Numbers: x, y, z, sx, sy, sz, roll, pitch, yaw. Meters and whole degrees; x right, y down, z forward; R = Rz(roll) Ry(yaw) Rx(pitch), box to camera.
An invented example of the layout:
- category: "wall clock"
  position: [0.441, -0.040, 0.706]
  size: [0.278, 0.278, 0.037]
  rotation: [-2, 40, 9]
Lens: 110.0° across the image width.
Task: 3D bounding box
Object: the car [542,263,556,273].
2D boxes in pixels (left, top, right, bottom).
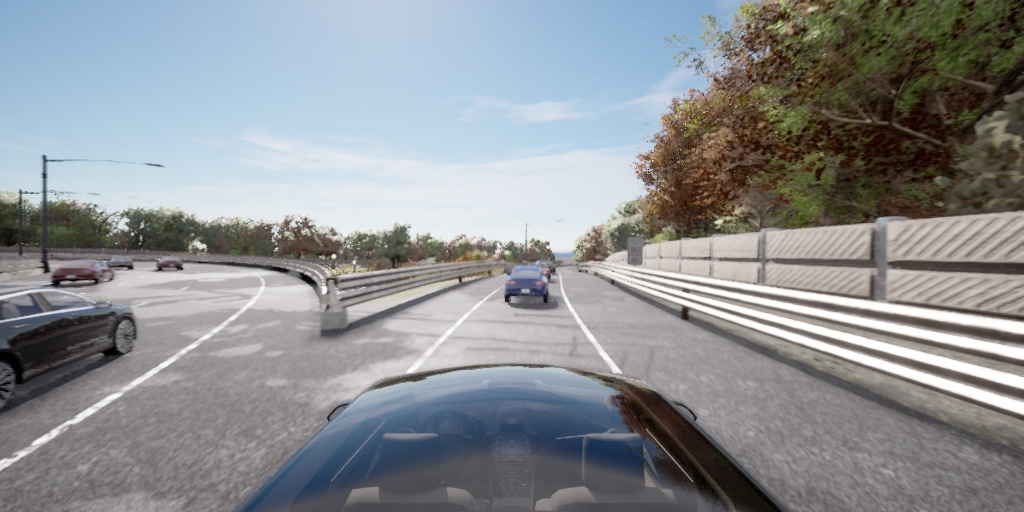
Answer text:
- category: "car"
  position: [6.347, 2.073, 60.635]
  size: [2.128, 1.511, 4.902]
  rotation: [0, -3, 9]

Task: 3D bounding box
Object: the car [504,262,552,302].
- category: "car"
  position: [0.711, 1.160, 16.095]
  size: [1.812, 1.442, 4.674]
  rotation: [0, 1, 5]

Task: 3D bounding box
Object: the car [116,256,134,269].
- category: "car"
  position: [-42.741, 0.751, 39.146]
  size: [5.357, 1.411, 2.033]
  rotation: [1, 1, 39]

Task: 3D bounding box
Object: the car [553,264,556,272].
- category: "car"
  position: [3.356, 1.166, 38.691]
  size: [2.128, 1.511, 4.902]
  rotation: [0, -1, 7]

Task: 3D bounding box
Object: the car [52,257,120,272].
- category: "car"
  position: [-25.988, 0.965, 21.854]
  size: [1.812, 1.442, 4.674]
  rotation: [0, 1, -37]

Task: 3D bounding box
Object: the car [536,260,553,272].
- category: "car"
  position: [1.981, 1.163, 27.664]
  size: [1.895, 1.301, 4.718]
  rotation: [0, 0, 7]

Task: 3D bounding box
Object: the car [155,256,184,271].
- category: "car"
  position: [-36.739, 0.768, 38.517]
  size: [4.674, 1.442, 1.812]
  rotation: [1, 1, 42]

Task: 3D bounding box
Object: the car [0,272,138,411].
- category: "car"
  position: [-7.619, 1.170, 5.175]
  size: [2.128, 1.511, 4.902]
  rotation: [0, 0, -25]
